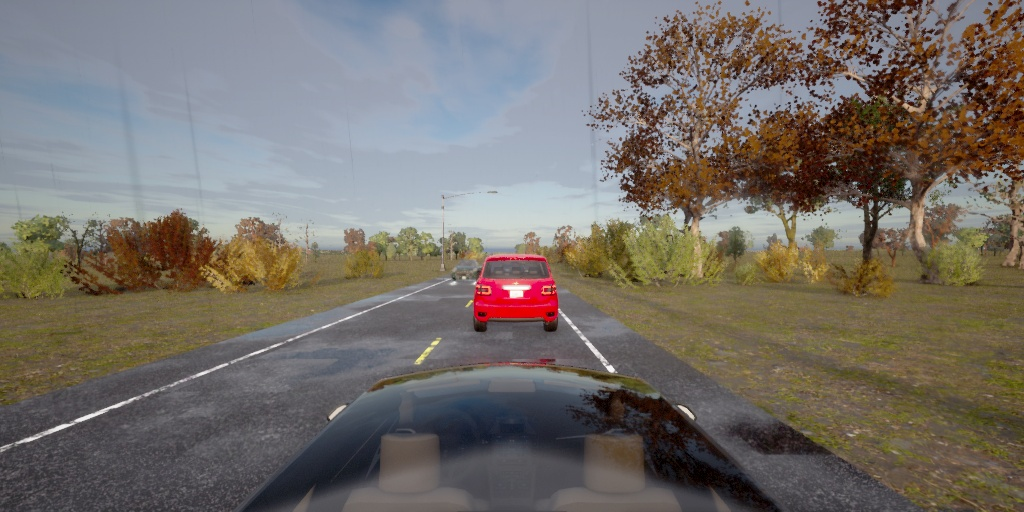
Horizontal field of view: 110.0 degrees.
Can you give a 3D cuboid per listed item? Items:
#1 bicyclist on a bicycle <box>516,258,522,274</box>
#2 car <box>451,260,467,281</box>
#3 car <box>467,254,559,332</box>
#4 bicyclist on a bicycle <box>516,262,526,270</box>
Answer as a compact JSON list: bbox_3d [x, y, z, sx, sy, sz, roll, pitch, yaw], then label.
[{"bbox_3d":[0.784,1.107,40.182,0.659,1.776,1.843,0,0,0],"label":"bicyclist on a bicycle"},{"bbox_3d":[-3.706,1.092,29.869,2.097,1.767,4.553,0,0,0],"label":"car"},{"bbox_3d":[0.078,0.968,10.990,2.150,2.045,5.566,0,0,-1],"label":"car"},{"bbox_3d":[0.859,1.110,30.169,0.659,1.776,1.843,0,0,0],"label":"bicyclist on a bicycle"}]
